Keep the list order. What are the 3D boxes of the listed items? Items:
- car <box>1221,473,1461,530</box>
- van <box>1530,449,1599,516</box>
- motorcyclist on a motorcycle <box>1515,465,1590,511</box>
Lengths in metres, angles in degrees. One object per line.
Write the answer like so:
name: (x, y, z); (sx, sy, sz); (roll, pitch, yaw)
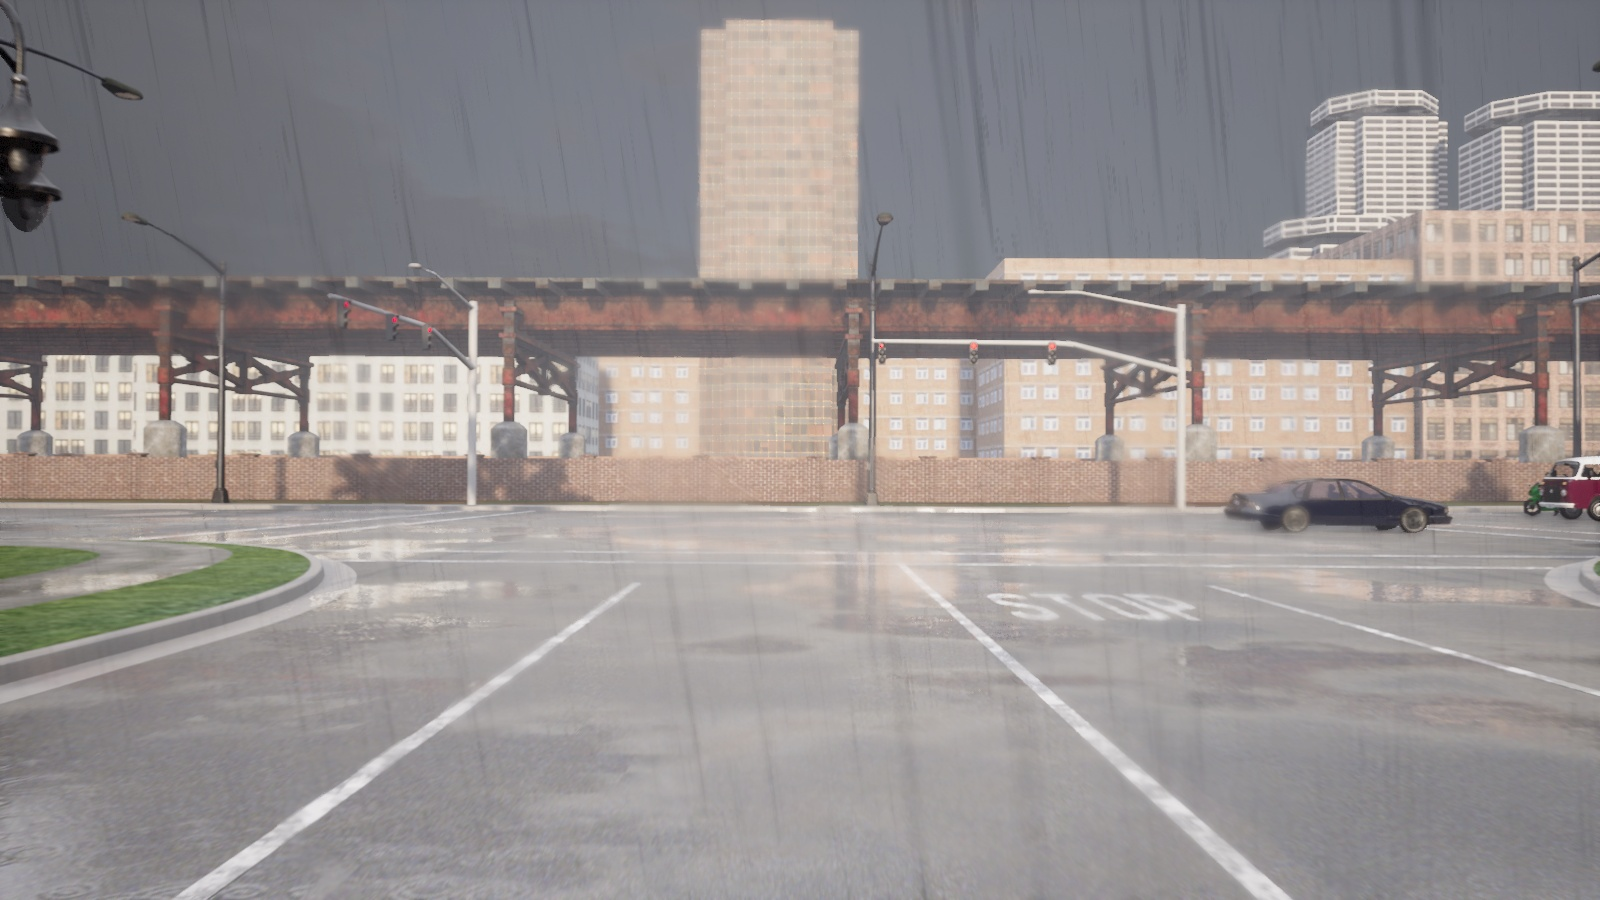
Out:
car: (14.039, 1.318, 32.828); (5.357, 1.411, 2.033); (0, -1, 1)
van: (25.865, 0.973, 39.549); (4.480, 2.038, 2.069); (-1, -1, 1)
motorcyclist on a motorcycle: (25.781, 1.295, 43.046); (2.044, 1.523, 0.797); (-1, -1, 1)
